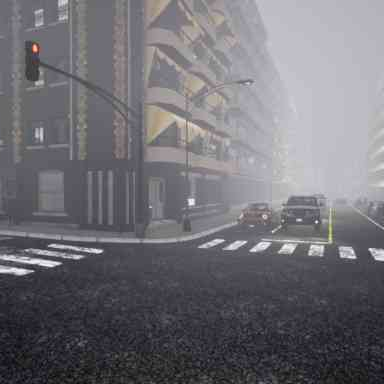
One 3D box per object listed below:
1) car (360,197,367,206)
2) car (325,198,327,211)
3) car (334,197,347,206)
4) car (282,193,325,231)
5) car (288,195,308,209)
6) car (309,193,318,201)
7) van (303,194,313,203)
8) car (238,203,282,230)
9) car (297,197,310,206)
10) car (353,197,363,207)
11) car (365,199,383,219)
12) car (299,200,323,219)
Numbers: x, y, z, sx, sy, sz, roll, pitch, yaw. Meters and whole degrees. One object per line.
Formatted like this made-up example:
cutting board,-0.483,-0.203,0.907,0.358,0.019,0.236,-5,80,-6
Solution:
car,18.449,1.541,33.432,1.887,1.381,4.507,0,0,23
car,15.092,1.218,40.392,2.150,2.045,5.566,0,0,23
car,25.130,1.559,56.202,1.994,1.385,4.181,0,0,23
car,7.065,1.219,21.156,2.150,2.045,5.566,0,0,23
car,15.051,1.311,47.071,2.192,1.841,5.009,0,0,23
car,32.398,1.304,88.713,2.192,1.841,5.009,0,0,23
van,23.725,1.335,67.892,1.690,1.788,3.998,0,0,23
car,4.210,1.438,21.045,1.967,1.590,4.097,0,0,23
car,19.323,1.520,57.324,1.752,1.417,4.829,0,0,23
car,24.954,1.435,49.049,1.967,1.590,4.097,0,0,23
car,16.281,1.547,28.228,2.008,1.369,4.403,0,0,23
car,10.957,1.502,30.491,1.837,1.490,4.892,0,0,23
